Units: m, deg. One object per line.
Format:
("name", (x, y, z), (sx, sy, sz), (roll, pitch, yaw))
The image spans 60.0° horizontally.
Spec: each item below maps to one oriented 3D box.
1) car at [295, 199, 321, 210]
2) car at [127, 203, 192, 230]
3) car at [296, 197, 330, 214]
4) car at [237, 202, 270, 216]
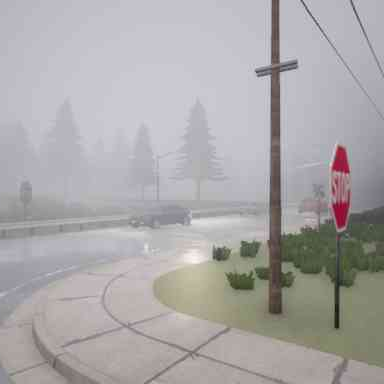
("car", (15.620, 1.597, 44.617), (1.895, 1.301, 4.718), (0, 0, 37))
("car", (-1.925, 1.502, 21.145), (1.837, 1.490, 4.892), (0, 0, 37))
("car", (12.809, 1.349, 34.772), (2.097, 1.767, 4.553), (0, 0, 37))
("car", (6.165, 1.597, 32.025), (1.895, 1.301, 4.718), (0, 0, 37))
